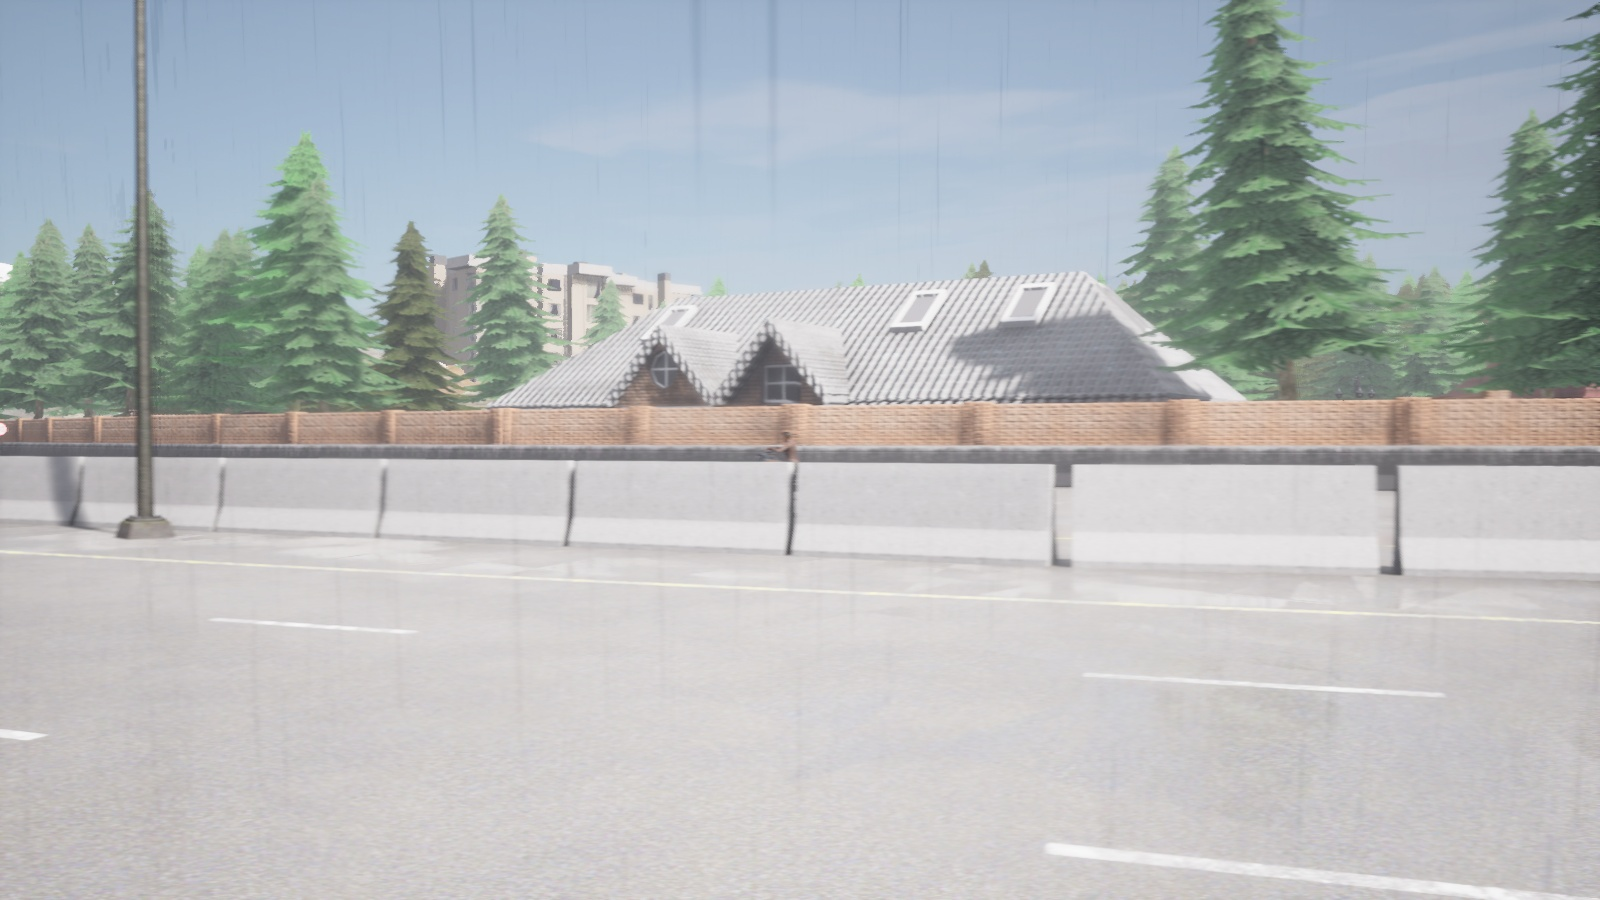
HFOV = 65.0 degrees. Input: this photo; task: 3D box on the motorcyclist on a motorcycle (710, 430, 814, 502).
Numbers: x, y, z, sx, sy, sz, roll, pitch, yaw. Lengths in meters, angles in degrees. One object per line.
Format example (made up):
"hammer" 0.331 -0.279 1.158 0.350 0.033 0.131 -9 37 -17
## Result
"motorcyclist on a motorcycle" -0.900 0.357 29.770 2.350 1.649 0.766 0 0 23
